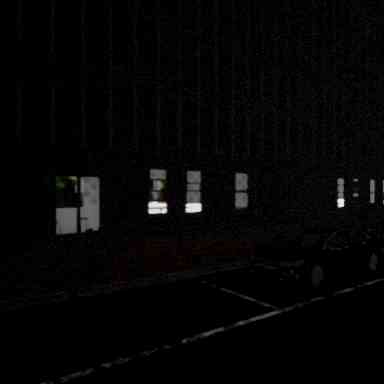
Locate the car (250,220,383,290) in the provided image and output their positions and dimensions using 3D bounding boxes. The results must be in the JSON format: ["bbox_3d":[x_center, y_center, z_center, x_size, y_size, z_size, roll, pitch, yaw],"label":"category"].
[{"bbox_3d":[3.480,1.560,9.044,4.403,1.369,2.008,0,0,-36],"label":"car"}]
